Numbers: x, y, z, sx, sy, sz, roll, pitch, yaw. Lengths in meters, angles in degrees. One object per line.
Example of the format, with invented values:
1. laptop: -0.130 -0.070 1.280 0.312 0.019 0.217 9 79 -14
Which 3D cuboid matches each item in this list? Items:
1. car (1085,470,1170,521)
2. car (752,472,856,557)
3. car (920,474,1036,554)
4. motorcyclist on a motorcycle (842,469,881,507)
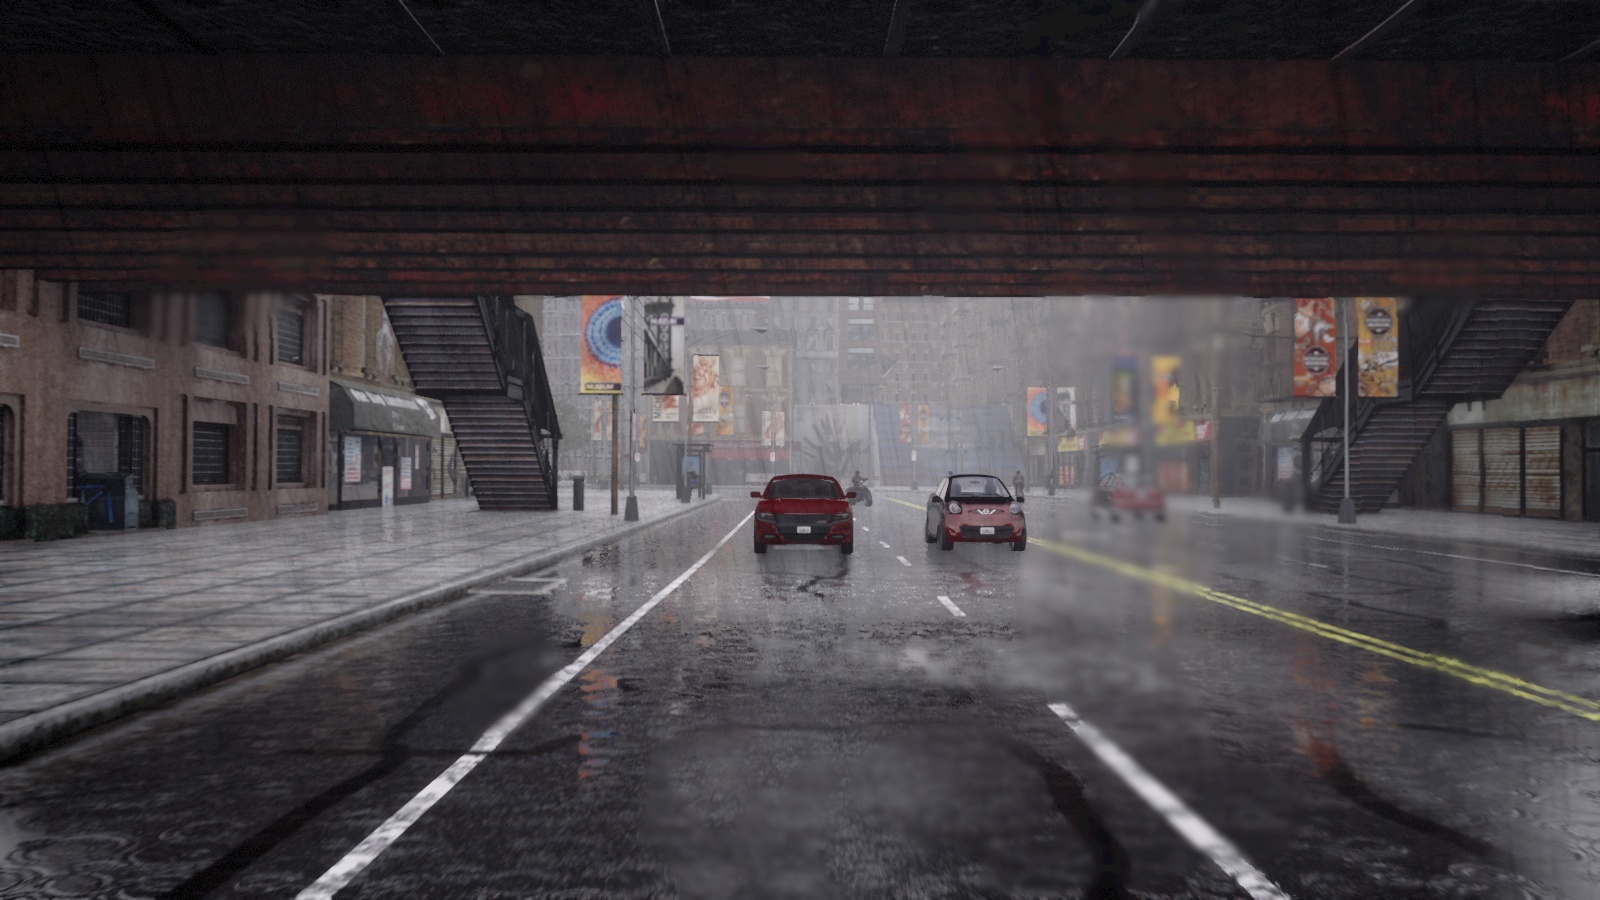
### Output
1. car: 10.533 1.434 40.628 1.789 1.549 3.705 0 -1 0
2. car: 0.073 1.216 25.243 1.882 1.535 5.008 0 -1 0
3. car: 3.571 1.247 25.736 1.845 1.501 3.633 0 -1 0
4. motorcyclist on a motorcycle: 2.760 1.706 56.627 0.766 1.649 2.350 -1 0 -24
